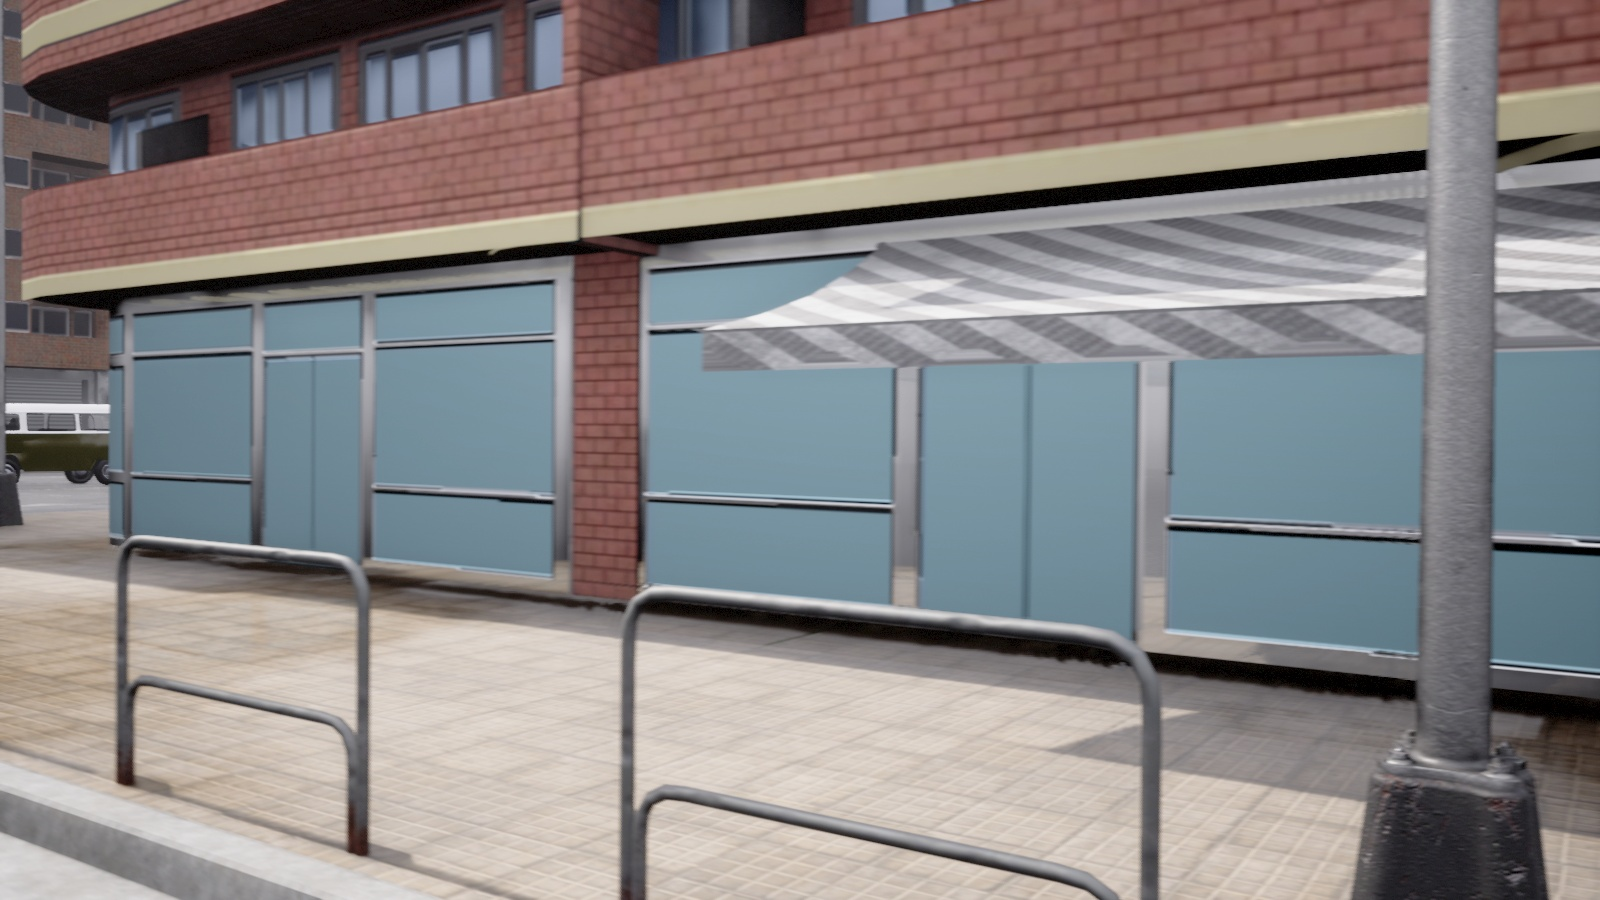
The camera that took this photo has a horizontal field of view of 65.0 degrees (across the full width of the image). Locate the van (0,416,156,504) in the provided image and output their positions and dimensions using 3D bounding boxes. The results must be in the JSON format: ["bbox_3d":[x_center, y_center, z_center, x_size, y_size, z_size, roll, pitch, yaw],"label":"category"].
[{"bbox_3d":[-18.508,0.203,30.671,2.069,2.038,4.480,0,1,34],"label":"van"}]
